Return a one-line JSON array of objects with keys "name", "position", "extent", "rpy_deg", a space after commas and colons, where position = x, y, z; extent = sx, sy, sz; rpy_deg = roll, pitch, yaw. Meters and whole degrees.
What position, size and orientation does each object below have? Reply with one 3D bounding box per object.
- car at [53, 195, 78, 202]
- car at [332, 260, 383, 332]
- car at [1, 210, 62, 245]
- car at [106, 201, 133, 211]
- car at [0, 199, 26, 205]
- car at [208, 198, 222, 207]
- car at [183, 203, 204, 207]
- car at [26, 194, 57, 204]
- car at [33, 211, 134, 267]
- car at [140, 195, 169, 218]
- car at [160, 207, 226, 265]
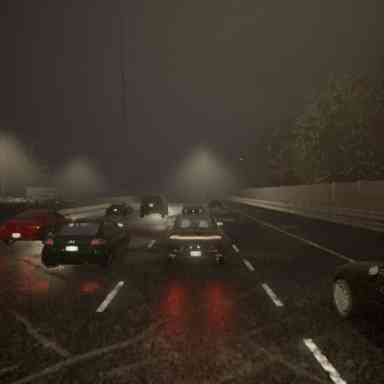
[{"name": "car", "position": [-17.569, 1.550, 47.655], "extent": [1.837, 1.490, 4.892], "rpy_deg": [0, -1, 0]}, {"name": "car", "position": [3.574, 1.491, 4.393], "extent": [1.812, 1.442, 4.674], "rpy_deg": [0, 0, 0]}, {"name": "car", "position": [-6.900, 1.535, 15.356], "extent": [1.812, 1.442, 4.674], "rpy_deg": [0, 0, 0]}, {"name": "car", "position": [-6.898, 1.589, 31.949], "extent": [1.994, 1.385, 4.181], "rpy_deg": [0, 0, 0]}, {"name": "car", "position": [-24.572, 1.642, 46.117], "extent": [1.895, 1.301, 4.718], "rpy_deg": [0, 0, 0]}, {"name": "car", "position": [3.497, 1.572, 51.031], "extent": [1.994, 1.385, 4.181], "rpy_deg": [0, 0, 0]}, {"name": "car", "position": [0.102, 1.624, 29.895], "extent": [1.895, 1.301, 4.718], "rpy_deg": [0, 0, 0]}, {"name": "car", "position": [-21.065, 1.265, 47.732], "extent": [2.150, 2.045, 5.566], "rpy_deg": [0, 0, 0]}, {"name": "car", "position": [-3.398, 1.570, 11.414], "extent": [1.994, 1.385, 4.181], "rpy_deg": [0, 0, 0]}, {"name": "car", "position": [-3.396, 1.245, 30.535], "extent": [2.150, 2.045, 5.566], "rpy_deg": [0, 0, 0]}, {"name": "car", "position": [0.102, 1.498, 11.658], "extent": [2.128, 1.511, 4.902], "rpy_deg": [0, 0, 0]}]
